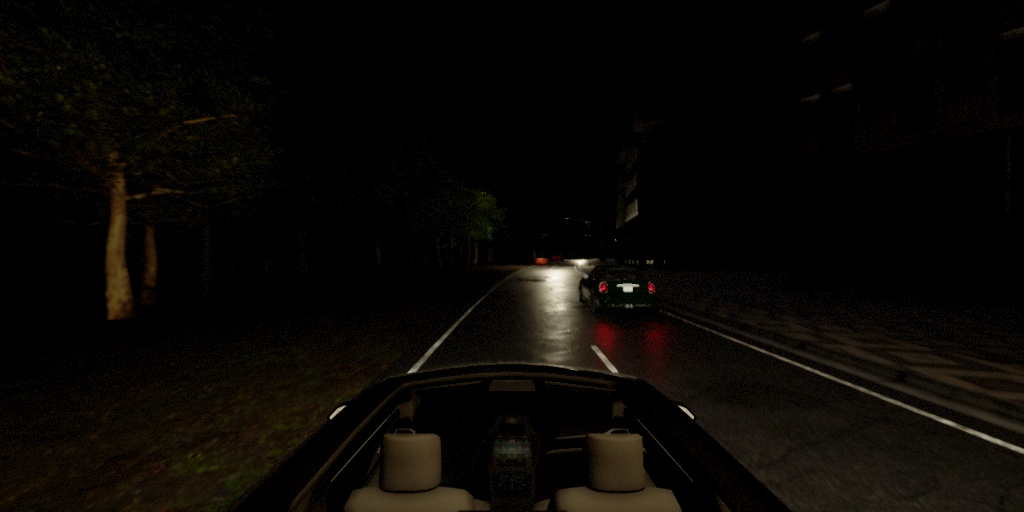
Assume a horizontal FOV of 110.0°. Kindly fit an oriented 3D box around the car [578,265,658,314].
[{"bbox_3d":[3.890,1.112,13.919,2.097,1.767,4.553,0,0,2],"label":"car"}]
